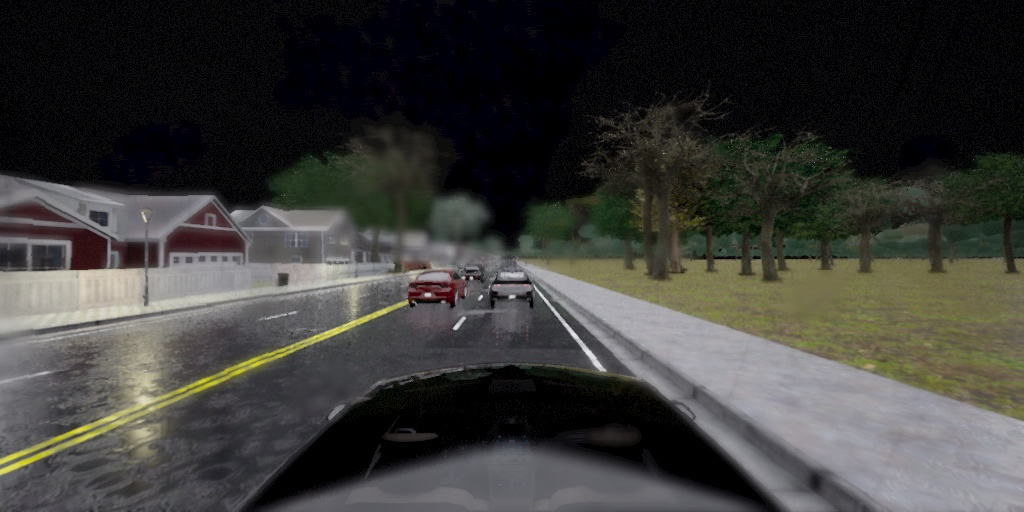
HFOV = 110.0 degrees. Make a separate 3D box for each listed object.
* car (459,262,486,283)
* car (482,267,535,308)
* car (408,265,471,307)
[{"bbox_3d":[-3.243,1.531,31.147,1.837,1.490,4.892,0,0,0],"label":"car"},{"bbox_3d":[0.005,1.377,16.148,2.128,1.511,4.902,0,0,0],"label":"car"},{"bbox_3d":[-3.243,1.364,16.336,1.882,1.535,5.008,0,0,0],"label":"car"}]
